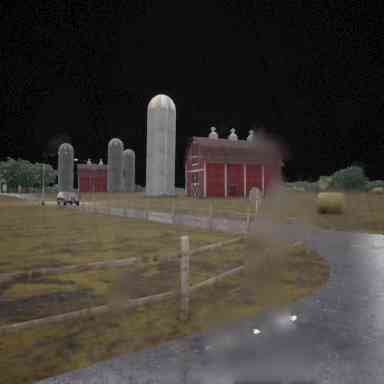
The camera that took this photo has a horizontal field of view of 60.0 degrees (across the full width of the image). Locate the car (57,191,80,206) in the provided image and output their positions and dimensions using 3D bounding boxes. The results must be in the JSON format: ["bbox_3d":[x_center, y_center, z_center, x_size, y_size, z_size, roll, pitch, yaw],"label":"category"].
[{"bbox_3d":[-18.608,0.953,49.890,2.150,2.045,5.566,2,0,-35],"label":"car"}]
